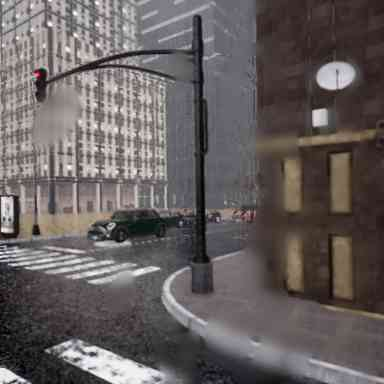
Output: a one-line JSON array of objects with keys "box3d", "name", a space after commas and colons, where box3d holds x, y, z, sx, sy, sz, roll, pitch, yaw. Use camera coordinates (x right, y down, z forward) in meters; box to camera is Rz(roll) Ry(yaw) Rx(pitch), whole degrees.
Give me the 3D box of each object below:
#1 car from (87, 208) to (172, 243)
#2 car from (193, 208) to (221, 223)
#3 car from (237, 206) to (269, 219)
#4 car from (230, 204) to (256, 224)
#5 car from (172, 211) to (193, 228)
[{"box3d": [-3.549, 1.748, 18.557, 2.097, 1.767, 4.553, -2, -2, 37], "name": "car"}, {"box3d": [0.972, 2.163, 29.598, 2.008, 1.369, 4.403, -2, -2, 35], "name": "car"}, {"box3d": [7.023, 2.299, 38.093, 1.887, 1.381, 4.507, -2, -2, 35], "name": "car"}, {"box3d": [5.312, 1.956, 31.016, 2.097, 1.767, 4.553, -1, -2, 35], "name": "car"}, {"box3d": [-2.239, 2.086, 25.047, 2.008, 1.369, 4.403, -2, -2, 35], "name": "car"}]
